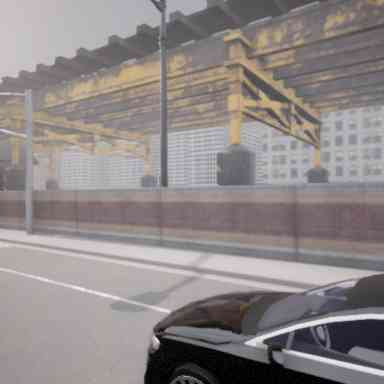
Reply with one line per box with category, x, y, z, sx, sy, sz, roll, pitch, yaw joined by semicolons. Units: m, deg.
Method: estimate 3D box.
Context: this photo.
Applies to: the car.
car;1.736;1.493;2.752;4.902;1.511;2.128;-1;0;36
